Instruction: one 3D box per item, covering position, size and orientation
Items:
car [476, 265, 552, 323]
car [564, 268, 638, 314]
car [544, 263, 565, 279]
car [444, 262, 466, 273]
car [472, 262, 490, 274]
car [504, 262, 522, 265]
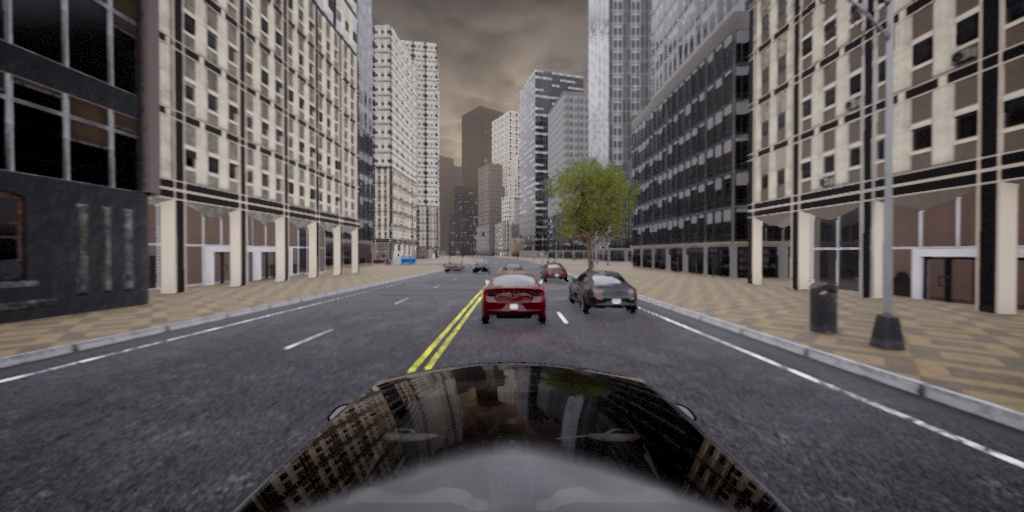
[{"bbox_3d":[0.069,1.221,12.104,1.882,1.535,5.008,0,0,0],"label":"car"},{"bbox_3d":[3.329,1.267,13.676,1.812,1.442,4.674,0,0,0],"label":"car"},{"bbox_3d":[3.334,1.249,28.829,1.812,1.442,4.674,0,0,0],"label":"car"},{"bbox_3d":[-6.586,1.303,41.524,1.895,1.301,4.718,0,0,0],"label":"car"},{"bbox_3d":[-3.339,1.306,39.779,1.895,1.301,4.718,0,0,0],"label":"car"},{"bbox_3d":[0.076,1.217,27.853,2.128,1.511,4.902,0,0,0],"label":"car"}]
